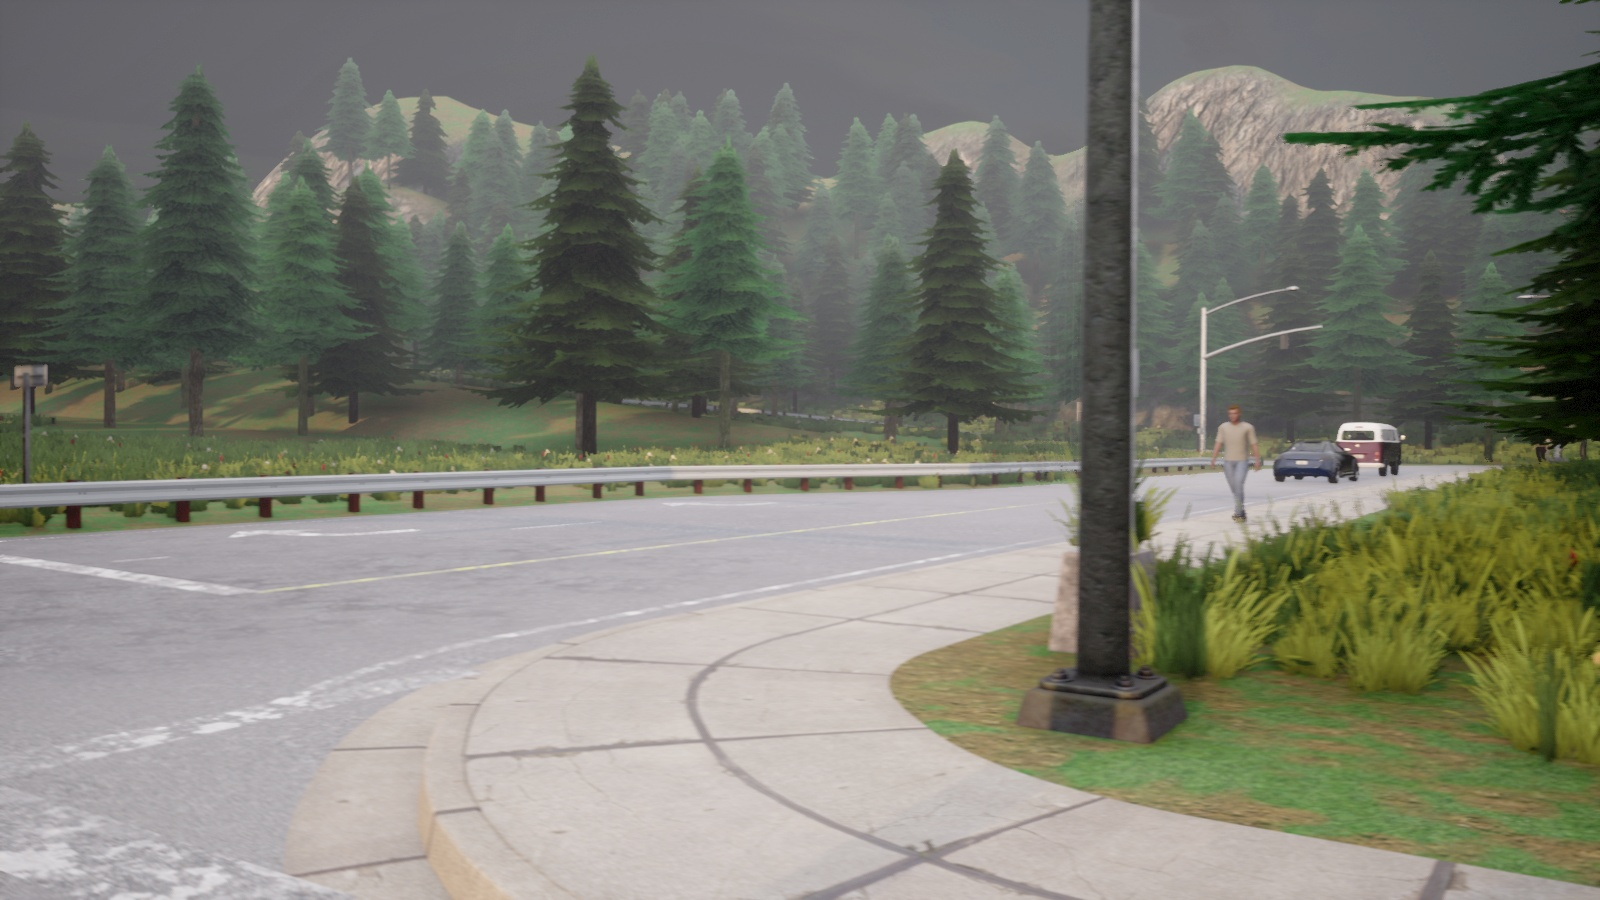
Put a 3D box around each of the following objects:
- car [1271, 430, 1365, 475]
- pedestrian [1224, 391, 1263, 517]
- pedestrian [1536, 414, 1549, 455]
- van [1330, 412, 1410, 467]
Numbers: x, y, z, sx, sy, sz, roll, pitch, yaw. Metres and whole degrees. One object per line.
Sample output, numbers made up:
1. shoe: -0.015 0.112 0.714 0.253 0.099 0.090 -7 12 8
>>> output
1. car: 17.191 0.049 41.533 1.994 1.385 4.181 0 1 35
2. pedestrian: 6.617 0.053 18.718 0.354 1.836 0.706 0 1 36
3. pedestrian: 32.730 -0.684 55.374 0.345 1.836 0.594 0 1 45
4. van: 22.104 -0.432 48.609 2.069 2.038 4.480 0 1 35
